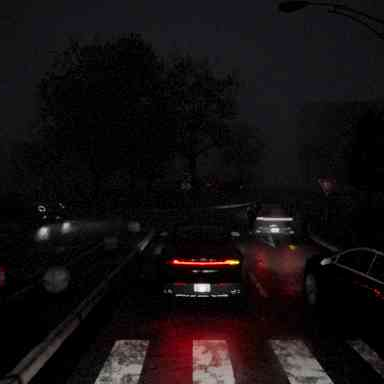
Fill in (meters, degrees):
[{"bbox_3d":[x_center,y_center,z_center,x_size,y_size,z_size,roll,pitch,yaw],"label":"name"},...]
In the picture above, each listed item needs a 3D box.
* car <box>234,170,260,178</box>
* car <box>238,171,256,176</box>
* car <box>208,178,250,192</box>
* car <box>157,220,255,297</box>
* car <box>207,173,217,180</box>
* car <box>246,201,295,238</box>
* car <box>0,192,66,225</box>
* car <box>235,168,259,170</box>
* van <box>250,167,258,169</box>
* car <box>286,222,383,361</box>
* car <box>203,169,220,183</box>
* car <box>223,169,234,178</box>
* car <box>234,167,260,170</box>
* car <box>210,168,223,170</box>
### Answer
[{"bbox_3d":[13.045,-3.927,79.505,4.892,1.521,2.231,1,5,10],"label":"car"},{"bbox_3d":[15.375,-5.172,92.845,4.674,1.452,2.002,1,6,11],"label":"car"},{"bbox_3d":[5.173,-0.820,45.023,5.357,1.411,2.033,4,5,43],"label":"car"},{"bbox_3d":[0.211,1.467,8.488,1.837,1.490,4.892,0,1,1],"label":"car"},{"bbox_3d":[4.563,-3.500,75.423,1.837,1.490,4.892,1,5,9],"label":"car"},{"bbox_3d":[3.697,1.196,15.943,2.128,1.511,4.902,0,3,7],"label":"car"},{"bbox_3d":[-9.729,0.822,19.534,4.553,1.767,2.097,1,4,19],"label":"car"},{"bbox_3d":[13.543,-4.310,82.190,4.553,1.767,2.185,1,5,10],"label":"car"},{"bbox_3d":[13.859,-4.670,84.911,4.442,1.987,1.878,1,5,10],"label":"van"},{"bbox_3d":[3.173,1.487,4.878,2.128,1.511,4.902,0,0,0],"label":"car"},{"bbox_3d":[3.859,-2.824,65.090,2.150,2.045,5.566,0,5,1],"label":"car"},{"bbox_3d":[9.043,-4.343,84.540,1.812,1.442,4.674,1,6,10],"label":"car"},{"bbox_3d":[14.457,-4.951,87.579,5.566,2.045,2.435,1,6,10],"label":"car"},{"bbox_3d":[6.057,-4.540,84.867,2.097,1.767,4.553,1,6,10],"label":"car"}]
